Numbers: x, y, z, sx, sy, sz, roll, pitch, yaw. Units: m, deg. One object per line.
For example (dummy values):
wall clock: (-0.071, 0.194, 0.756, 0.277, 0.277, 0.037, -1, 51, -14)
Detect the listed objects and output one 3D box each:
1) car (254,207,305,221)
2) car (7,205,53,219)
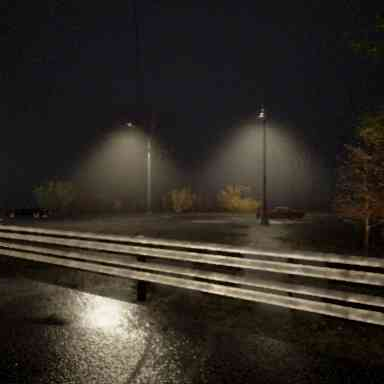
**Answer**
car: (8.619, 2.164, 33.139, 4.718, 1.301, 1.895, 0, 0, 10)
car: (-18.503, 2.206, 37.981, 5.008, 1.535, 1.882, 0, 0, 10)
